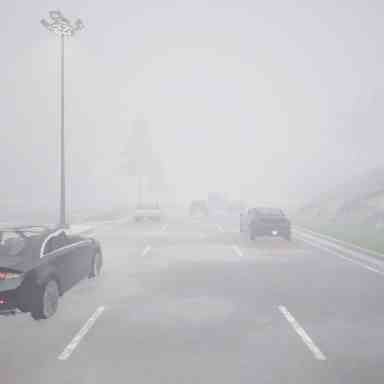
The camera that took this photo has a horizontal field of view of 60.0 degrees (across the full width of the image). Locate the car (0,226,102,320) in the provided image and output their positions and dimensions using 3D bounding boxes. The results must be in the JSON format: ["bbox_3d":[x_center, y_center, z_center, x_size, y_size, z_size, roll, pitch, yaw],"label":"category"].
[{"bbox_3d":[-3.402,1.492,7.292,2.128,1.511,4.902,0,0,0],"label":"car"}]

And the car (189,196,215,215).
[{"bbox_3d":[0.926,1.505,34.314,1.837,1.490,4.892,0,0,9],"label":"car"}]

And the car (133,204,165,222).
[{"bbox_3d":[-3.287,1.601,26.363,1.895,1.301,4.718,0,0,2],"label":"car"}]

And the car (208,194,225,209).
[{"bbox_3d":[3.409,1.221,44.488,2.150,2.045,5.566,0,0,16],"label":"car"}]

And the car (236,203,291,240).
[{"bbox_3d":[3.597,1.505,16.900,1.837,1.490,4.892,0,0,0],"label":"car"}]

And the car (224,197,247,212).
[{"bbox_3d":[5.218,1.563,37.813,1.994,1.385,4.181,0,0,15],"label":"car"}]
